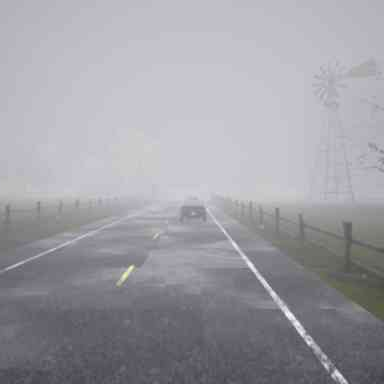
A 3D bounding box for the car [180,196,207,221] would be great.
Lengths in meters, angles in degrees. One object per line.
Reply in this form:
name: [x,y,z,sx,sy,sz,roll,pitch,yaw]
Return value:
car: [0.095,1.323,25.481,1.882,1.535,5.008,0,0,0]
